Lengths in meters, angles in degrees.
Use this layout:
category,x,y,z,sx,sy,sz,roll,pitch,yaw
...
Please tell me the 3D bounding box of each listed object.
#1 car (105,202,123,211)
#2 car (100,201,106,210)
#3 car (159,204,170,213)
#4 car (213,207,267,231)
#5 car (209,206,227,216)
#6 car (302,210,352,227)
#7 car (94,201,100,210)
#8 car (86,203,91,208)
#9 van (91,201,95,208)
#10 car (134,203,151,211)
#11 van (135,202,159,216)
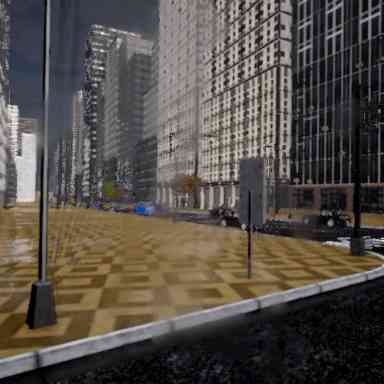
category,x,y,z,sx,sy,sz,roll,pitch,yaw
car,-13.620,2.800,59.701,2.008,1.369,4.403,0,-1,-26
car,-16.020,2.886,64.600,1.752,1.417,4.829,0,-1,-26
car,-5.107,2.723,55.510,1.812,1.442,4.674,1,-2,-26
car,3.698,2.021,24.346,2.008,1.369,4.403,0,-1,-26
car,3.802,2.509,43.182,1.947,1.339,4.313,0,-1,-26
car,11.223,2.166,28.030,2.008,1.369,4.403,0,-1,-26
car,-18.569,3.025,69.803,1.887,1.381,4.507,0,-1,-26
car,-25.990,3.376,84.954,1.887,1.381,4.507,0,-1,-26
van,-21.044,2.938,74.856,1.690,1.788,3.998,0,-1,-26
car,-9.627,2.910,64.726,1.837,1.490,4.892,1,-2,-26
van,-6.200,2.251,44.554,1.690,1.788,3.998,0,-1,-26
